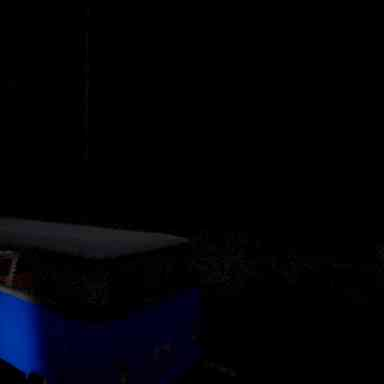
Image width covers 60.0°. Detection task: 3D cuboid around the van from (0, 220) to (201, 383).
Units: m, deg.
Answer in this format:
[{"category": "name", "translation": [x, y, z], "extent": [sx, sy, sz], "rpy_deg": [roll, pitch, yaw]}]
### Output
[{"category": "van", "translation": [-1.795, 1.327, 4.362], "extent": [3.998, 1.788, 1.690], "rpy_deg": [0, 0, 36]}]
